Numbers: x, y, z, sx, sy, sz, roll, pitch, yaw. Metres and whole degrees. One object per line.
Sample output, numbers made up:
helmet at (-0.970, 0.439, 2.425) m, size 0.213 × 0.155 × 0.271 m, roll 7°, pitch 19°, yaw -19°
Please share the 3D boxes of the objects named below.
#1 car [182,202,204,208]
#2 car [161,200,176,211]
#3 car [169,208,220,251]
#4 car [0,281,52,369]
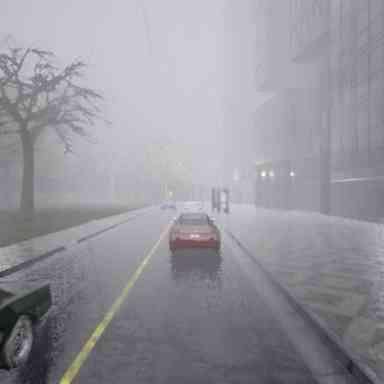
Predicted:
car at (0.099, 1.611, 30.437) m, size 1.812 × 1.442 × 4.674 m, roll 0°, pitch 0°, yaw 0°
car at (-3.088, 1.742, 44.207) m, size 1.812 × 1.442 × 4.674 m, roll 0°, pitch -1°, yaw 0°
car at (0.100, 1.566, 14.050) m, size 1.994 × 1.385 × 4.181 m, roll 0°, pitch 0°, yaw 0°
car at (-3.100, 1.600, 2.945) m, size 1.895 × 1.301 × 4.718 m, roll 0°, pitch 0°, yaw 0°
